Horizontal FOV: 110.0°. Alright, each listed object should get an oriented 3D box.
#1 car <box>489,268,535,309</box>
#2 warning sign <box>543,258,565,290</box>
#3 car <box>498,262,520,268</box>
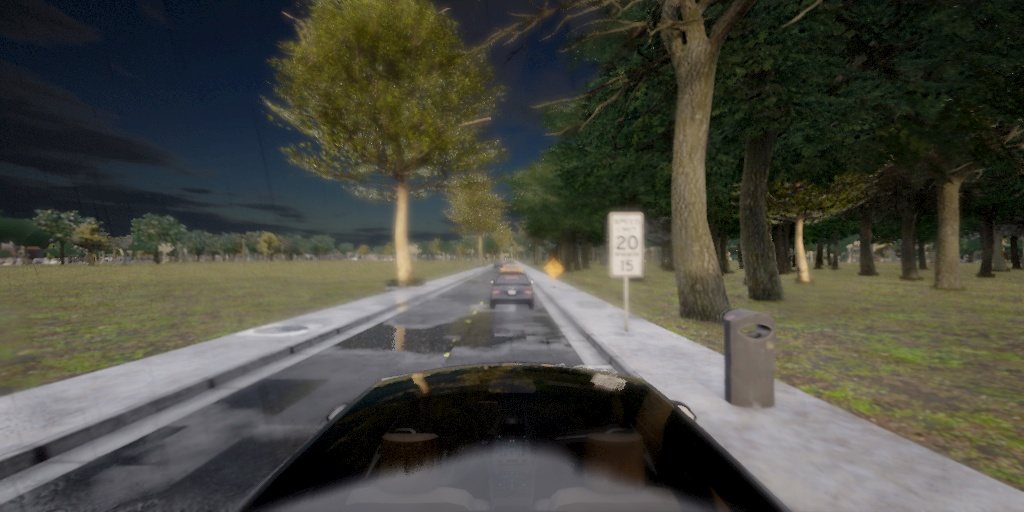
[{"bbox_3d":[0.000,1.429,15.827,2.033,1.411,5.357,0,0,0],"label":"car"},{"bbox_3d":[2.516,1.049,21.500,1.300,1.860,1.060,0,0,0],"label":"warning sign"},{"bbox_3d":[0.002,1.496,31.310,1.882,1.535,5.008,0,0,0],"label":"car"}]
